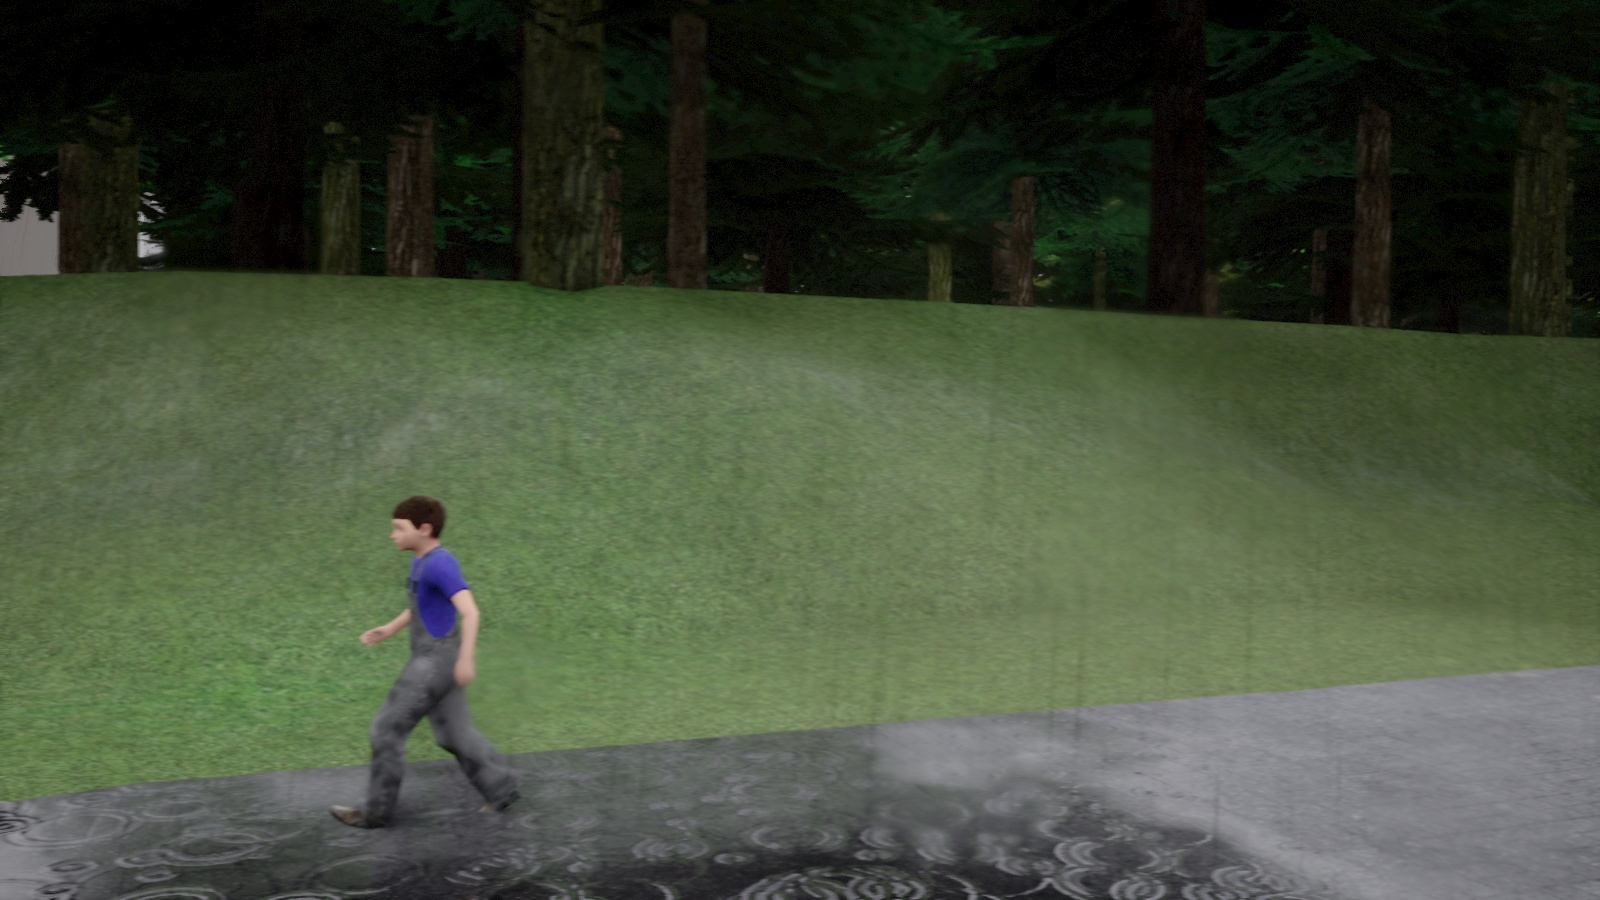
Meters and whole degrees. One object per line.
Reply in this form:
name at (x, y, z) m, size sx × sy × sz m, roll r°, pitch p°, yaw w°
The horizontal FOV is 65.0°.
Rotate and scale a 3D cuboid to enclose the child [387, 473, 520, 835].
child at (-1.273, 0.725, 4.617) m, size 0.437 × 1.263 × 0.270 m, roll -1°, pitch 1°, yaw -17°
